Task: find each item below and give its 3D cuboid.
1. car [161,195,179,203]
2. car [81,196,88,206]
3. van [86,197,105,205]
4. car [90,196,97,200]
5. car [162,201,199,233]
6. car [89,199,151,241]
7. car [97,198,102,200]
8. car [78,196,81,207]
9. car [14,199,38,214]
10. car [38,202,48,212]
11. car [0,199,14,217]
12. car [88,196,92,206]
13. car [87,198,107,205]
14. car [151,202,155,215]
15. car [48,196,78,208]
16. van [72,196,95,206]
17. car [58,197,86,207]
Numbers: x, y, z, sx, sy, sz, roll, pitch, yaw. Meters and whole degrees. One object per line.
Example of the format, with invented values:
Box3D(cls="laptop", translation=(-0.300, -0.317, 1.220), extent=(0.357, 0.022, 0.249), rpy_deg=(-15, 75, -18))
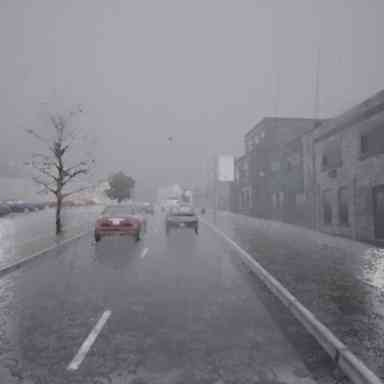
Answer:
Box3D(cls="car", translation=(-2.798, 1.440, 43.165), extent=(2.150, 2.045, 5.566), rpy_deg=(0, -1, -6))
Box3D(cls="car", translation=(-21.513, 1.858, 58.248), extent=(5.366, 1.575, 1.946), rpy_deg=(0, -1, -26))
Box3D(cls="van", translation=(-24.597, 2.411, 84.832), extent=(4.442, 1.987, 1.878), rpy_deg=(0, -2, -26))
Box3D(cls="car", translation=(-22.661, 1.820, 67.053), extent=(5.566, 2.045, 2.435), rpy_deg=(0, -2, -26))
Box3D(cls="car", translation=(-0.647, 1.557, 20.043), extent=(2.128, 1.511, 4.902), rpy_deg=(0, 0, -3))
Box3D(cls="car", translation=(-3.492, 1.395, 17.046), extent=(2.097, 1.767, 4.553), rpy_deg=(0, 0, -3))
Box3D(cls="car", translation=(-23.379, 1.989, 72.932), extent=(5.566, 2.045, 2.435), rpy_deg=(0, -2, -26))
Box3D(cls="car", translation=(-21.372, 1.678, 55.192), extent=(4.553, 1.767, 2.185), rpy_deg=(0, -1, -26))
Box3D(cls="car", translation=(-19.004, 1.562, 34.524), extent=(5.008, 1.535, 2.097), rpy_deg=(0, 0, -26))
Box3D(cls="car", translation=(-19.333, 1.579, 37.468), extent=(5.008, 1.535, 2.097), rpy_deg=(0, -1, -26))
Box3D(cls="car", translation=(-18.364, 1.538, 28.646), extent=(4.892, 1.521, 2.231), rpy_deg=(0, 0, -25))
Box3D(cls="car", translation=(-22.349, 2.035, 64.069), extent=(4.674, 1.452, 2.002), rpy_deg=(0, -2, -26))
Box3D(cls="car", translation=(-25.063, 2.612, 87.719), extent=(4.553, 1.767, 2.185), rpy_deg=(0, -2, -26))
Box3D(cls="car", translation=(-5.057, 1.688, 36.198), extent=(2.033, 1.411, 5.357), rpy_deg=(0, 0, -6))
Box3D(cls="car", translation=(-20.998, 1.751, 52.246), extent=(5.008, 1.535, 2.097), rpy_deg=(0, -1, -26))
Box3D(cls="van", translation=(-22.917, 1.928, 70.044), extent=(4.442, 1.987, 1.878), rpy_deg=(0, -2, -26))
Box3D(cls="car", translation=(-22.041, 1.800, 61.105), extent=(4.553, 1.767, 2.185), rpy_deg=(0, -1, -26))
